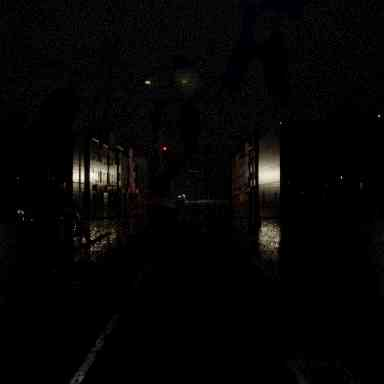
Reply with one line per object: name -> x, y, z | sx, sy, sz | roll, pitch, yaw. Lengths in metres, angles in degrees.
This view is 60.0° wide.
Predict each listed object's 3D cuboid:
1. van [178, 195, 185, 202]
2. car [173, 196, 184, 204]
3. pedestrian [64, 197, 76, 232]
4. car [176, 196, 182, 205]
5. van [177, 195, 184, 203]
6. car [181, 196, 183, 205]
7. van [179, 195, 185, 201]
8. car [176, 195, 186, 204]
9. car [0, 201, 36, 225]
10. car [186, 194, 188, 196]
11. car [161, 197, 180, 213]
van -> -2.652, 1.549, 83.210 | 1.690, 1.788, 3.998 | 0, 0, 0
car -> -2.648, 1.582, 66.393 | 1.967, 1.590, 4.097 | 0, 0, 0
pedestrian -> -6.435, 1.155, 17.516 | 0.375, 1.860, 0.375 | 0, -1, 0
car -> -2.643, 1.614, 43.972 | 1.887, 1.381, 4.507 | 0, 0, 0
van -> -2.651, 1.526, 77.605 | 1.690, 1.788, 3.998 | 0, 0, 0
car -> -2.645, 1.667, 49.577 | 1.802, 1.307, 4.206 | 0, 0, 0
van -> -2.653, 1.573, 88.816 | 1.690, 1.788, 3.998 | 0, 0, 0
car -> -2.647, 1.562, 60.788 | 1.967, 1.590, 4.097 | 0, 0, 0
car -> -13.472, 1.389, 23.286 | 4.553, 1.767, 2.097 | 0, -1, -1
car -> -2.649, 1.478, 71.999 | 2.192, 1.841, 5.009 | 0, 0, 0
car -> -2.641, 1.580, 38.197 | 1.752, 1.417, 4.829 | 0, 0, 0
